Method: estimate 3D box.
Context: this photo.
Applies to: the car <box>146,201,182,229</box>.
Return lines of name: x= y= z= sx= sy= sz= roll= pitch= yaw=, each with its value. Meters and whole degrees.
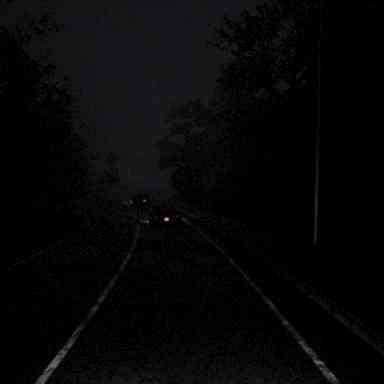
car: x=-1.799 y=1.550 z=21.737 sx=1.994 sy=1.385 sz=4.181 roll=-1 pitch=1 yaw=-9

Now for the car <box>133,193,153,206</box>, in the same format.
car: x=-5.808 y=0.797 z=38.883 sx=1.994 sy=1.385 sz=4.181 roll=-1 pitch=4 yaw=-15
